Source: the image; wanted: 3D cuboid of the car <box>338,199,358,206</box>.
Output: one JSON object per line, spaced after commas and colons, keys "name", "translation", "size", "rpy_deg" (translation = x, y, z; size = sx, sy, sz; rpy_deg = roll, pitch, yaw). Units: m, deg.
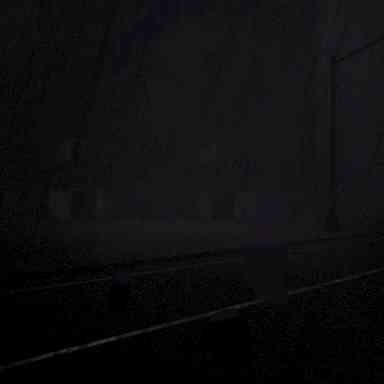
{"name": "car", "translation": [38.851, 2.684, 83.799], "size": [1.970, 1.475, 3.806], "rpy_deg": [1, -2, -37]}
